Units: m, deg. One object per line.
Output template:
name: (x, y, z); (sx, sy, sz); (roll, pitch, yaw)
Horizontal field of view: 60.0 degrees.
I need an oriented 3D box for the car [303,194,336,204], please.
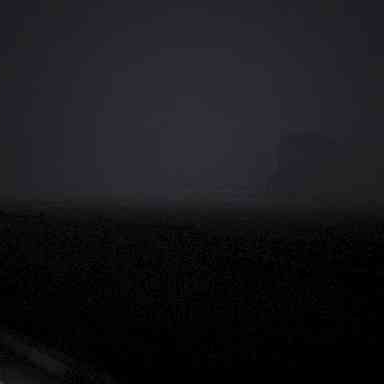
car: (19.877, 1.194, 51.882); (4.605, 1.855, 1.932); (0, 0, 35)
